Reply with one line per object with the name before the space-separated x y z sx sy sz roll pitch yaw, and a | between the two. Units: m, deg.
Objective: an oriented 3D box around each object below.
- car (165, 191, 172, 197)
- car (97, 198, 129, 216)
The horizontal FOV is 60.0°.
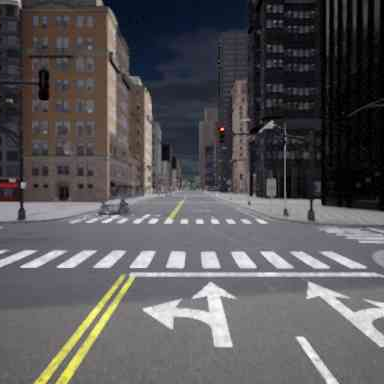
car | -6.523 0.485 93.167 2.128 1.511 4.902 0 1 0
car | -6.516 1.268 28.134 1.812 1.442 4.674 0 2 1
